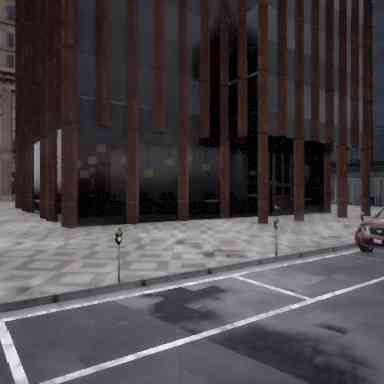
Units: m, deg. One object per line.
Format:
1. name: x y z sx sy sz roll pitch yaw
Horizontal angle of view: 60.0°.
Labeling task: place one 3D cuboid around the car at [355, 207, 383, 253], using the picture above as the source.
1. car: 8.216 1.315 12.510 5.009 1.841 2.192 0 0 -36
